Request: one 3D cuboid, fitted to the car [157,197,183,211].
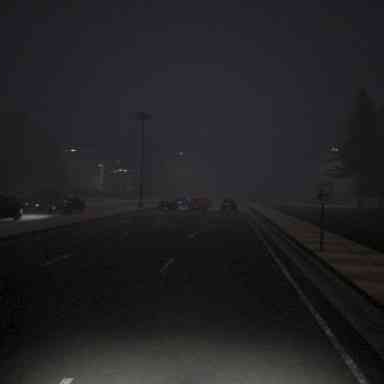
[{"bbox_3d":[-2.692,1.491,39.253,1.895,1.301,4.718,1,0,7],"label":"car"}]

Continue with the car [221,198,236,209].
[{"bbox_3d":[5.409,1.653,49.092,1.994,1.385,4.181,1,0,7],"label":"car"}]

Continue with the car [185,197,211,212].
[{"bbox_3d":[0.783,1.458,38.809,1.882,1.535,5.008,1,0,7],"label":"car"}]

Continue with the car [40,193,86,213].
[{"bbox_3d":[-11.757,1.155,31.417,2.128,1.511,4.902,1,0,7],"label":"car"}]

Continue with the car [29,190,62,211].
[{"bbox_3d":[-15.023,0.799,33.584,2.150,2.045,5.566,1,0,7],"label":"car"}]

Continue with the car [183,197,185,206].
[{"bbox_3d":[-1.554,1.472,49.776,1.994,1.385,4.181,1,0,6],"label":"car"}]

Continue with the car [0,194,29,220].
[{"bbox_3d":[-12.924,0.996,21.104,2.097,1.767,4.553,1,0,6],"label":"car"}]

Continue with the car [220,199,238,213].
[{"bbox_3d":[4.256,1.562,38.391,2.128,1.511,4.902,1,0,7],"label":"car"}]

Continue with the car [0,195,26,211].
[{"bbox_3d":[-18.703,1.031,32.323,2.033,1.411,5.357,1,0,6],"label":"car"}]
